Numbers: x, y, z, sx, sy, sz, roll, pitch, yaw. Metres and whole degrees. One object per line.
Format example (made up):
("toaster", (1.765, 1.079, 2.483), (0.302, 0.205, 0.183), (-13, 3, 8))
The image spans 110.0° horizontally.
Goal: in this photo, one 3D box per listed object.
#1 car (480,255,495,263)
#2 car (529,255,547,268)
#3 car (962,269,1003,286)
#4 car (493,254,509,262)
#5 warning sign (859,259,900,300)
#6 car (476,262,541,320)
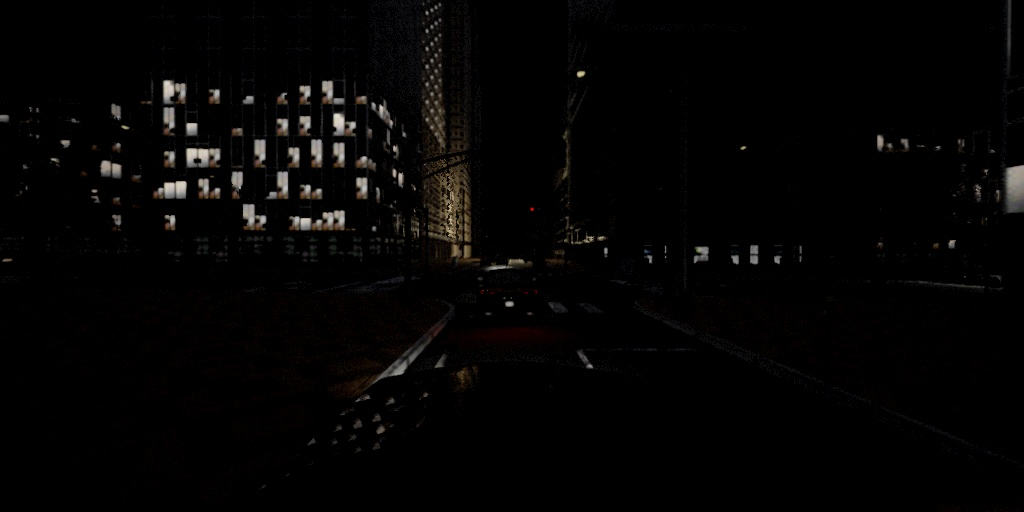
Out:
("car", (-4.091, 0.914, 56.093), (1.802, 1.307, 4.207), (0, 0, 0))
("car", (3.869, 0.944, 50.611), (1.948, 1.339, 4.313), (0, 0, 0))
("car", (41.566, 1.818, 30.678), (4.674, 1.442, 1.812), (1, 0, -2))
("car", (-1.587, 0.807, 58.050), (2.128, 1.511, 4.902), (0, 1, 0))
("warning sign", (17.262, 1.085, 16.829), (1.060, 1.860, 1.300), (0, 0, -3))
("car", (-0.174, 1.147, 12.276), (1.882, 1.535, 5.008), (0, 0, -2))
